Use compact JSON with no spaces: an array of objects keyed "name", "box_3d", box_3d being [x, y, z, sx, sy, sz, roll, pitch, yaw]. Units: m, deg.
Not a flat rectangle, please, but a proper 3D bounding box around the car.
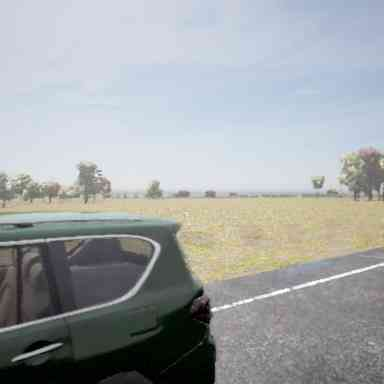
[{"name":"car","box_3d":[-2.373,1.223,2.289,5.566,2.045,2.150,0,0,-35]}]
